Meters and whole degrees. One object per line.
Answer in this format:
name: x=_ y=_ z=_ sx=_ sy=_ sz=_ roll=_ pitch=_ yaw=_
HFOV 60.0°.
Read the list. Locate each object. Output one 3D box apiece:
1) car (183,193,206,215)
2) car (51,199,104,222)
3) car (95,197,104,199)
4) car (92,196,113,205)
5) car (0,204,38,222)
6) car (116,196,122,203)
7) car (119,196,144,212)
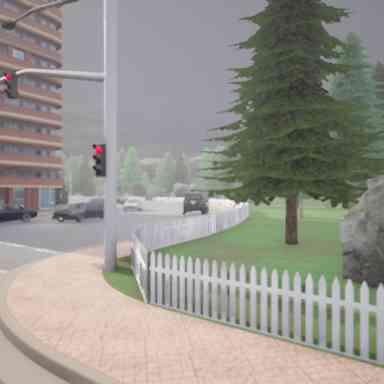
car: x=0.407 y=1.157 z=33.219 sx=2.150 sy=2.045 sz=5.566 roll=0 pitch=0 yaw=7
car: x=-8.349 y=1.481 z=25.732 sx=2.033 sy=1.411 sz=5.357 roll=0 pitch=0 yaw=17
car: x=-10.093 y=1.478 z=34.735 sx=2.033 sy=1.411 sz=5.357 roll=0 pitch=0 yaw=4
car: x=-15.292 y=1.469 z=56.408 sx=2.033 sy=1.411 sz=5.357 roll=0 pitch=0 yaw=-32
car: x=-13.240 y=1.533 z=23.061 sx=1.895 sy=1.301 sz=4.718 roll=0 pitch=0 yaw=23
car: x=-12.172 y=1.448 z=57.966 sx=1.812 sy=1.442 sz=4.674 roll=0 pitch=0 yaw=-31
car: x=-6.592 y=1.458 z=37.724 sx=1.812 sy=1.442 sz=4.674 roll=0 pitch=1 yaw=-1
